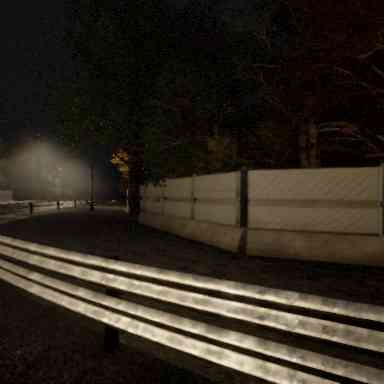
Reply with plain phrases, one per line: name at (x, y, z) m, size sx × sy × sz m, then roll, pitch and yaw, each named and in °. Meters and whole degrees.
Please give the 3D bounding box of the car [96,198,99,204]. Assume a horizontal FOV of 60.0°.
car at (-24.507, 2.348, 83.537) m, size 1.837 × 1.490 × 4.892 m, roll 1°, pitch -1°, yaw -7°

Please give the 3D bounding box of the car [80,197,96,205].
car at (-23.297, 1.947, 73.689) m, size 2.097 × 1.767 × 4.553 m, roll 1°, pitch -1°, yaw -7°
